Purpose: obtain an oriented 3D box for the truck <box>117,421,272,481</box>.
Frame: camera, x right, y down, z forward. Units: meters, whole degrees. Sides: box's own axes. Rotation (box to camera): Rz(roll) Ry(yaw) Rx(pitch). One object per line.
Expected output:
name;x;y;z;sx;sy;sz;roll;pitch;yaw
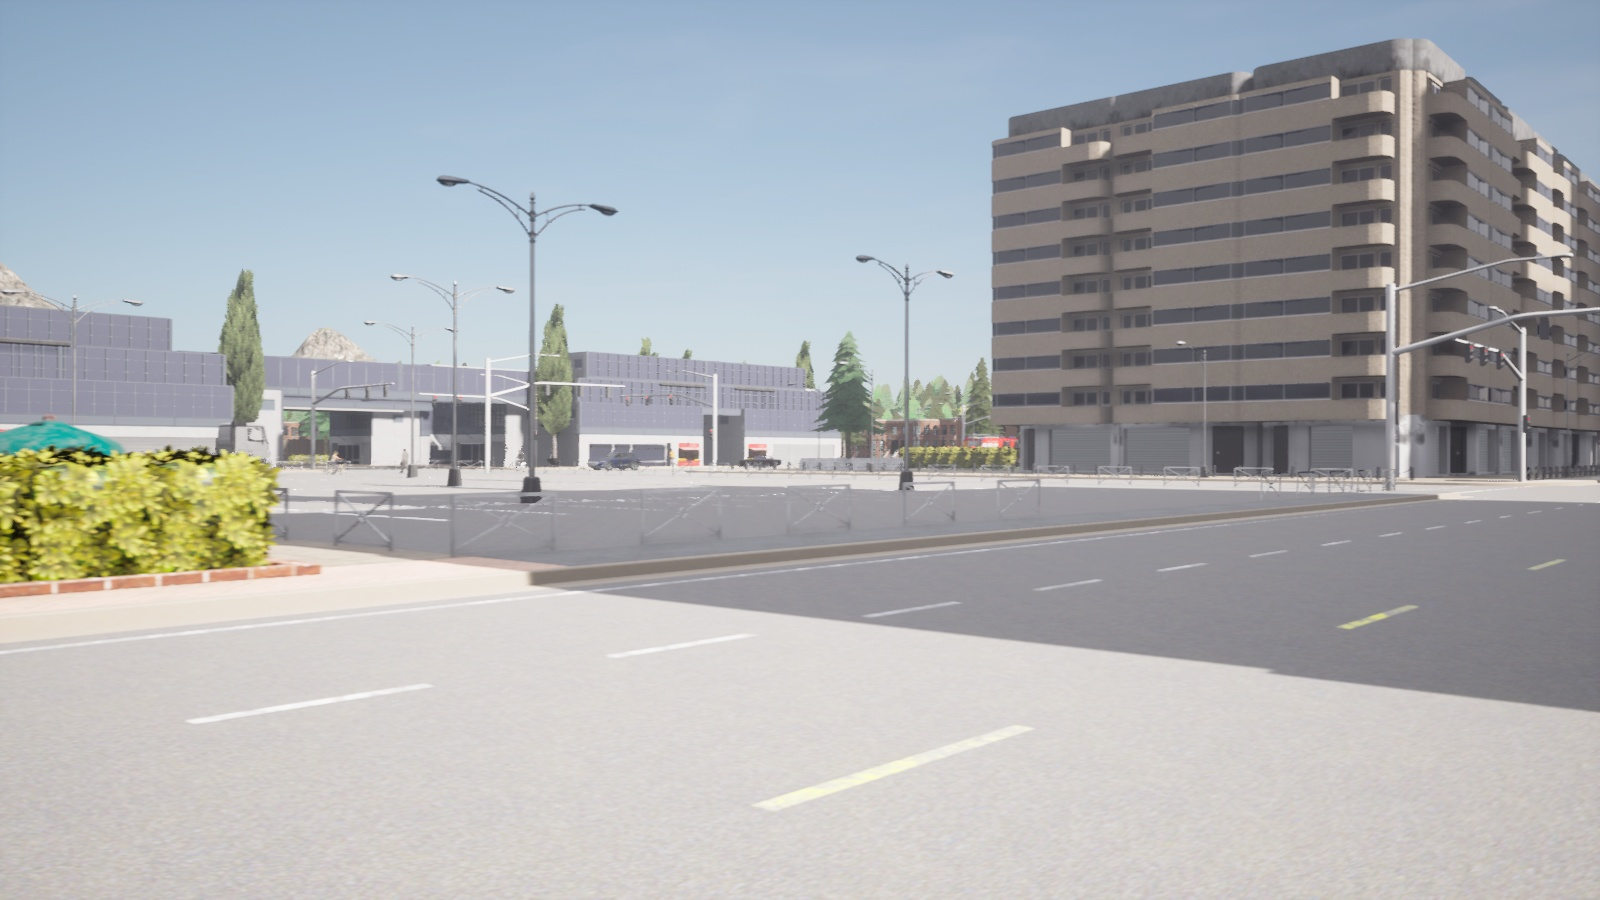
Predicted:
truck;-36.557;0.082;76.070;2.891;3.462;7.936;0;0;43
